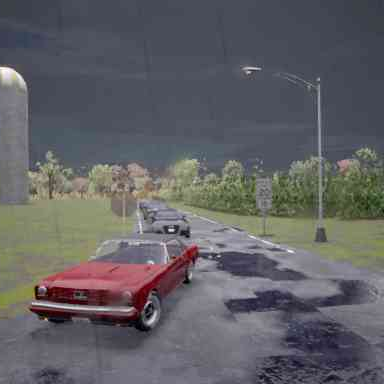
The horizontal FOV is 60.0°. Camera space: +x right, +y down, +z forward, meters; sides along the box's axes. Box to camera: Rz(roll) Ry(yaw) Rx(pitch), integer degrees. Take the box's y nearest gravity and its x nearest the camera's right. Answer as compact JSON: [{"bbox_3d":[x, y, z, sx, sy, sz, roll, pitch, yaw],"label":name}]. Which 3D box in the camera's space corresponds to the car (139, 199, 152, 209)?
[{"bbox_3d":[-4.389,1.709,35.731,2.033,1.411,5.357,-1,0,-10],"label":"car"}]

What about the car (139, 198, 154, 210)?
[{"bbox_3d":[-6.650,1.694,48.172,1.882,1.535,5.008,-1,0,-10],"label":"car"}]

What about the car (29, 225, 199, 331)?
[{"bbox_3d":[-1.205,1.653,7.197,1.895,1.301,4.718,0,0,13],"label":"car"}]

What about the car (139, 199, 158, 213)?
[{"bbox_3d":[-5.534,1.681,42.085,2.128,1.511,4.902,-1,0,-10],"label":"car"}]

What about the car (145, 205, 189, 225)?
[{"bbox_3d":[-1.314,1.648,17.793,1.994,1.385,4.181,-1,0,-10],"label":"car"}]

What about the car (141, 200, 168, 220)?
[{"bbox_3d":[-2.259,1.600,23.440,2.128,1.511,4.902,-1,0,-10],"label":"car"}]

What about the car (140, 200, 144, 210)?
[{"bbox_3d":[-3.361,1.700,29.864,1.994,1.385,4.181,-1,0,-10],"label":"car"}]
